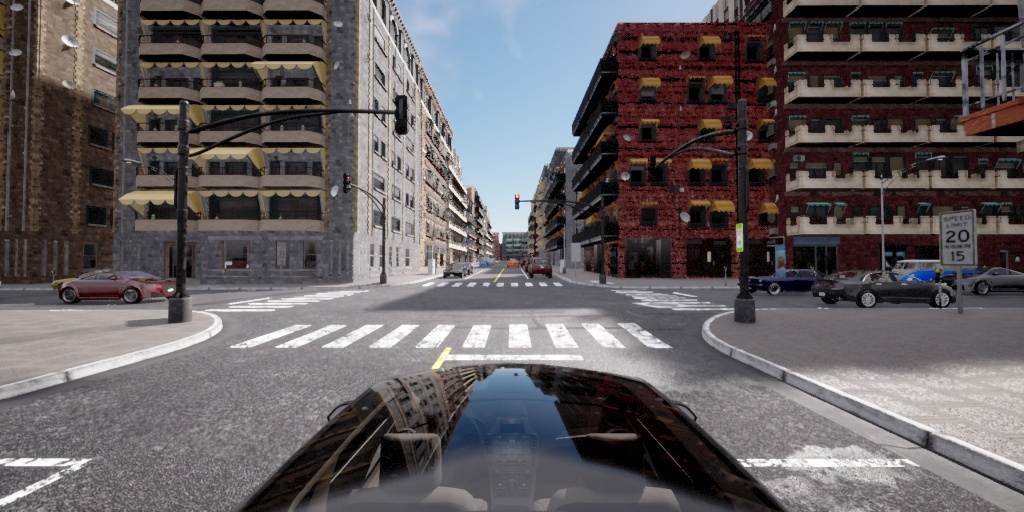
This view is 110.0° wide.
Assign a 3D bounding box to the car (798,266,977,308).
[{"bbox_3d":[13.760,1.185,13.376,4.403,1.370,2.007,0,0,0],"label":"car"}]

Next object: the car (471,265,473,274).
[{"bbox_3d":[-5.266,1.331,39.210,1.948,1.339,4.313,0,0,0],"label":"car"}]

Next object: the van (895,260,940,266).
[{"bbox_3d":[24.928,1.115,21.214,3.998,1.789,1.690,0,0,0],"label":"van"}]

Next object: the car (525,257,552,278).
[{"bbox_3d":[2.608,1.077,33.684,2.192,1.841,5.009,0,0,0],"label":"car"}]

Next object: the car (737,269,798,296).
[{"bbox_3d":[14.574,1.347,18.801,4.718,1.301,1.895,0,-1,-2],"label":"car"}]

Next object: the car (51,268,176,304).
[{"bbox_3d":[-17.189,1.339,15.970,4.181,1.385,1.994,0,-1,0],"label":"car"}]

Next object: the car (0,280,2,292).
[{"bbox_3d":[-26.678,1.027,16.012,5.566,2.045,2.150,0,-1,0],"label":"car"}]

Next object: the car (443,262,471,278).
[{"bbox_3d":[-5.274,1.328,33.649,1.948,1.339,4.313,0,0,0],"label":"car"}]

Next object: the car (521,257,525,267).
[{"bbox_3d":[2.622,1.086,44.807,2.192,1.841,5.009,0,0,0],"label":"car"}]

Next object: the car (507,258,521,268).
[{"bbox_3d":[0.177,1.176,63.717,2.097,1.767,4.553,0,0,0],"label":"car"}]

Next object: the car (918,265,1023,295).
[{"bbox_3d":[24.579,1.287,18.766,4.181,1.385,1.994,0,-1,0],"label":"car"}]
